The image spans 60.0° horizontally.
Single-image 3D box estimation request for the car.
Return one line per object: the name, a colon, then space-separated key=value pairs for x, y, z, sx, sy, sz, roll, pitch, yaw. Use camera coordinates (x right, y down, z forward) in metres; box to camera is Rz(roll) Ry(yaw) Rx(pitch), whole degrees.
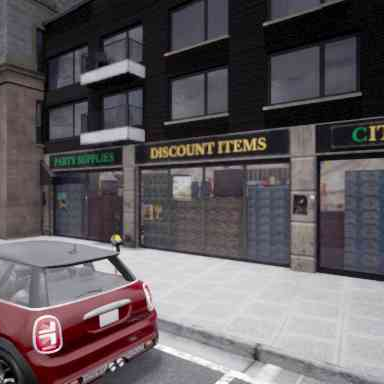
car: x=-2.509 y=1.439 z=4.872 sx=4.097 sy=1.590 sz=1.967 roll=0 pitch=0 yaw=36
